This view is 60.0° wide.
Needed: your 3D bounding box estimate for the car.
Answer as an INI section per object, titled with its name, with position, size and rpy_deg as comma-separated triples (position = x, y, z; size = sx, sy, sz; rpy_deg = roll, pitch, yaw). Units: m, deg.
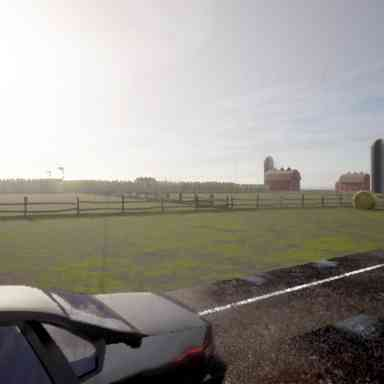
[car]
position = -2.221, 1.547, 2.408
size = 5.357, 1.411, 2.033
rpy_deg = 0, 0, -36
